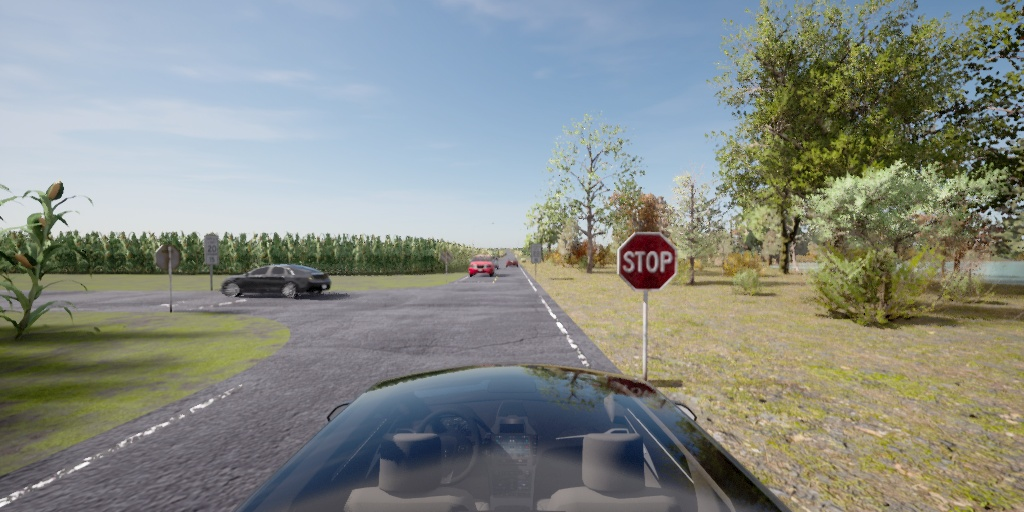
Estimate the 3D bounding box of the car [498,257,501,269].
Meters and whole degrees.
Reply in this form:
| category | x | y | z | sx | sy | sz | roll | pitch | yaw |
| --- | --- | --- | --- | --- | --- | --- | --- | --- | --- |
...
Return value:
| category | x | y | z | sx | sy | sz | roll | pitch | yaw |
| --- | --- | --- | --- | --- | --- | --- | --- | --- | --- |
| car | -2.847 | 1.205 | 50.672 | 1.812 | 1.442 | 4.674 | 0 | 0 | 0 |

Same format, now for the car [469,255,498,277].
| category | x | y | z | sx | sy | sz | roll | pitch | yaw |
| --- | --- | --- | --- | --- | --- | --- | --- | --- | --- |
| car | -2.850 | 0.936 | 34.805 | 2.150 | 2.045 | 5.566 | 0 | 0 | 0 |

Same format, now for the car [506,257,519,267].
| category | x | y | z | sx | sy | sz | roll | pitch | yaw |
| --- | --- | --- | --- | --- | --- | --- | --- | --- | --- |
| car | 0.041 | 1.006 | 61.051 | 2.097 | 1.767 | 4.553 | 0 | 0 | 0 |

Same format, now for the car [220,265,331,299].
| category | x | y | z | sx | sy | sz | roll | pitch | yaw |
| --- | --- | --- | --- | --- | --- | --- | --- | --- | --- |
| car | -11.195 | 1.170 | 17.064 | 4.892 | 1.490 | 1.837 | 0 | -1 | 7 |
